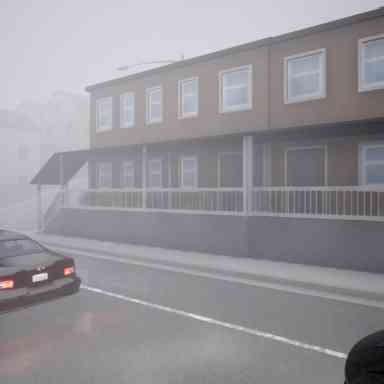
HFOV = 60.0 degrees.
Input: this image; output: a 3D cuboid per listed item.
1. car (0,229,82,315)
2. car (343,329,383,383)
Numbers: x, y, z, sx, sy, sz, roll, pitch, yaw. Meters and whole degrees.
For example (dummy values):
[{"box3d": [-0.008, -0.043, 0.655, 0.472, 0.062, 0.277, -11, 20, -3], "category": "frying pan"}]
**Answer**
[{"box3d": [-4.709, 1.547, 7.320, 5.357, 1.411, 2.033, 0, 0, 36], "category": "car"}, {"box3d": [3.417, 1.478, 1.551, 5.008, 1.535, 1.882, 0, 0, 35], "category": "car"}]
